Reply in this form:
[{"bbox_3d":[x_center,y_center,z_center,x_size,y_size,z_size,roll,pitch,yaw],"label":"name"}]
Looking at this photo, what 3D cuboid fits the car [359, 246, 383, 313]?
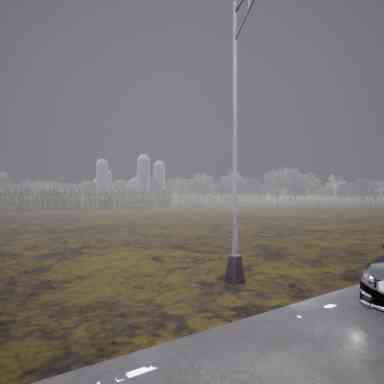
[{"bbox_3d":[5.283,1.498,6.686,4.902,1.511,2.128,0,0,-35],"label":"car"}]
